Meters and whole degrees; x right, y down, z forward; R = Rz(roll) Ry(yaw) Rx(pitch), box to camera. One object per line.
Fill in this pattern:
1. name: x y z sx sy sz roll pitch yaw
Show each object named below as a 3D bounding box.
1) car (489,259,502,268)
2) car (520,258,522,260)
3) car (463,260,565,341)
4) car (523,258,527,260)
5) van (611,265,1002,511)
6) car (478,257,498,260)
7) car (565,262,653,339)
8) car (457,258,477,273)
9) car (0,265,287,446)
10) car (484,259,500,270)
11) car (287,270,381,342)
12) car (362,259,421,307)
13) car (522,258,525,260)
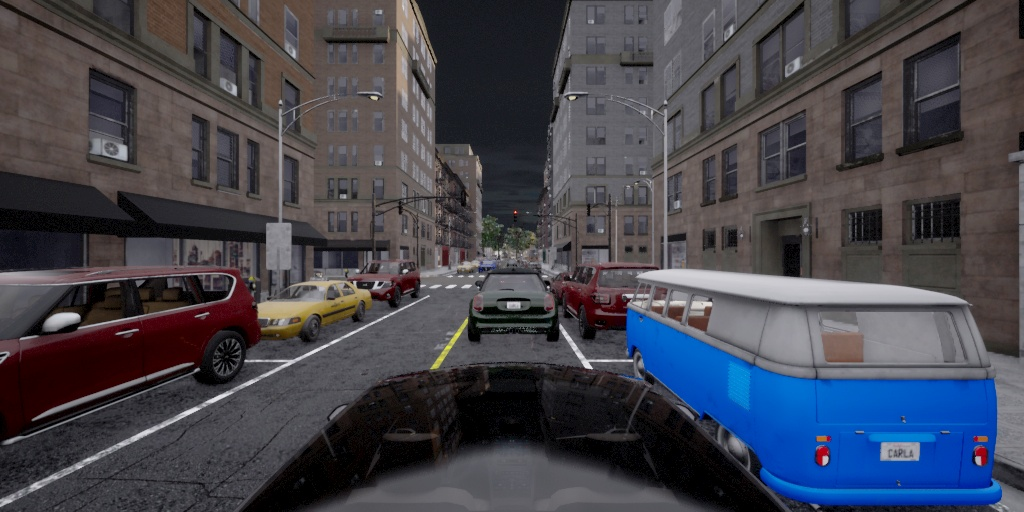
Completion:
1. car: -2.896 1.315 62.914 1.994 1.385 4.181 0 0 0
2. car: 2.569 1.300 53.615 2.007 1.370 4.403 0 0 0
3. car: 0.023 1.102 10.001 2.097 1.767 4.553 0 0 0
4. car: 2.584 1.299 42.652 2.007 1.370 4.403 0 0 0
5. van: 2.635 1.091 4.285 1.690 1.789 3.998 0 0 0
6. car: -2.898 1.227 42.887 1.882 1.535 5.008 0 0 0
7. car: 2.627 1.065 9.964 2.192 1.841 5.009 0 0 0
8. car: -5.469 1.274 42.471 1.751 1.417 4.829 0 0 0
9. car: -5.401 1.065 4.277 2.192 1.841 5.009 0 0 0
10. car: -2.909 1.241 52.854 2.128 1.511 4.902 0 0 0
11. car: -5.410 1.275 9.784 1.751 1.417 4.829 0 0 0
12. car: -5.418 1.064 15.633 2.192 1.841 5.009 0 0 0
13. car: 2.576 1.294 48.133 1.888 1.381 4.507 0 0 0
